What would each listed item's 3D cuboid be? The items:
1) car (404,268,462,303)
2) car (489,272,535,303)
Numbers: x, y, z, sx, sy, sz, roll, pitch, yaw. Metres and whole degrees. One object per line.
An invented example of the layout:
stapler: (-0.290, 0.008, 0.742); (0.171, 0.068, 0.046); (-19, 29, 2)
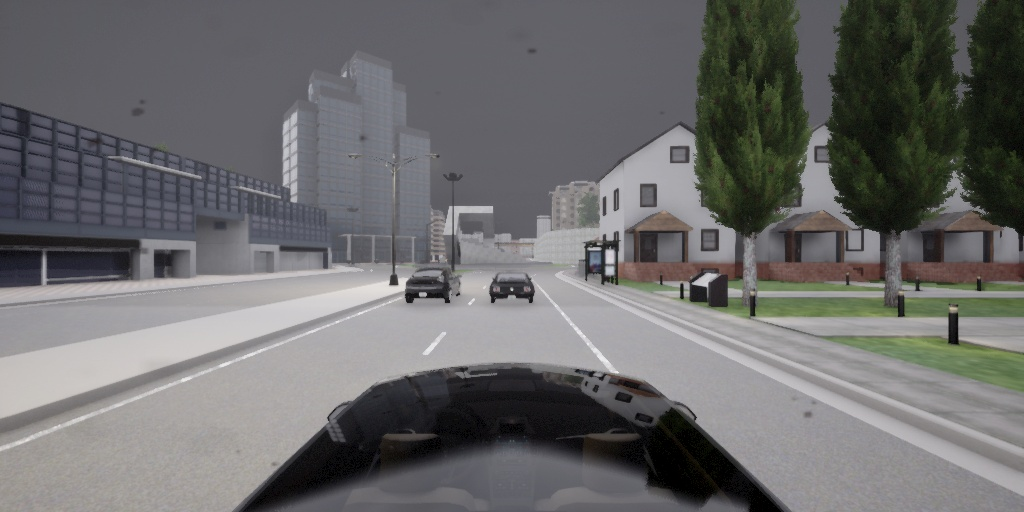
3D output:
car: (-3.500, 1.266, 16.500); (1.837, 1.490, 4.892); (0, 0, 0)
car: (0.000, 1.366, 16.530); (1.895, 1.301, 4.718); (0, 0, 0)
